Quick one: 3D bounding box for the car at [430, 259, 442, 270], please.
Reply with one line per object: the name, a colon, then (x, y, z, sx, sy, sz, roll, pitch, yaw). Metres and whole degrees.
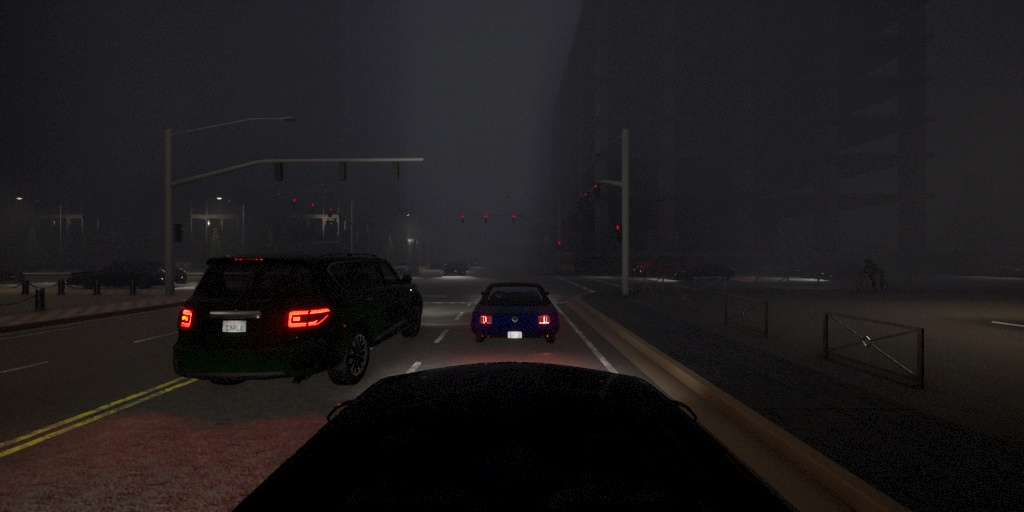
car: (-10.593, 1.227, 51.999, 1.882, 1.535, 5.008, 0, 0, 0)

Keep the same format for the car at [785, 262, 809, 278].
car: (27.820, 1.173, 32.824, 5.008, 1.535, 1.882, -1, 0, 0)

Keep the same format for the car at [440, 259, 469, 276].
car: (-5.844, 1.297, 36.023, 1.994, 1.385, 4.181, 0, -1, -14)

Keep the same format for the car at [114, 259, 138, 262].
car: (-25.675, 1.046, 25.135, 4.553, 1.767, 2.097, 0, 0, 0)

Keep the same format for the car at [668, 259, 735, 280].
car: (15.651, 1.220, 29.263, 4.674, 1.442, 1.812, 0, 0, 0)

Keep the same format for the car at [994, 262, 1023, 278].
car: (47.249, 1.224, 32.796, 4.674, 1.442, 1.812, 0, 0, 0)

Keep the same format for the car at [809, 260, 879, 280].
car: (27.381, 1.257, 29.322, 4.181, 1.385, 1.994, 0, 0, 0)

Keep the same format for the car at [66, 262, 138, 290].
car: (-23.143, 1.241, 21.619, 5.357, 1.411, 2.033, 0, 0, -4)

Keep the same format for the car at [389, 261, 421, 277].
car: (-10.602, 1.260, 35.785, 1.812, 1.442, 4.674, 0, -1, 0)

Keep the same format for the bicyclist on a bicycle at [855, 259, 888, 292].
bicyclist on a bicycle: (18.331, 0.998, 18.310, 0.582, 1.620, 1.656, 0, 0, 0)

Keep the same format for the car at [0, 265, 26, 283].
car: (-37.454, 1.172, 25.182, 5.008, 1.535, 1.882, 0, 0, 0)

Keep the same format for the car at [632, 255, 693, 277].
car: (13.934, 0.917, 32.780, 5.566, 2.045, 2.150, 0, 0, 0)

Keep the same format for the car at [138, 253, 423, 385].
car: (-3.438, 0.971, 7.152, 2.150, 2.045, 5.566, 0, 0, 0)

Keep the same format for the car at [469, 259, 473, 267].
car: (-7.098, 1.297, 49.792, 2.033, 1.411, 5.357, 0, 0, 0)

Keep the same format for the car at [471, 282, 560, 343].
car: (0.080, 1.351, 9.666, 1.895, 1.301, 4.718, 0, 0, 0)
